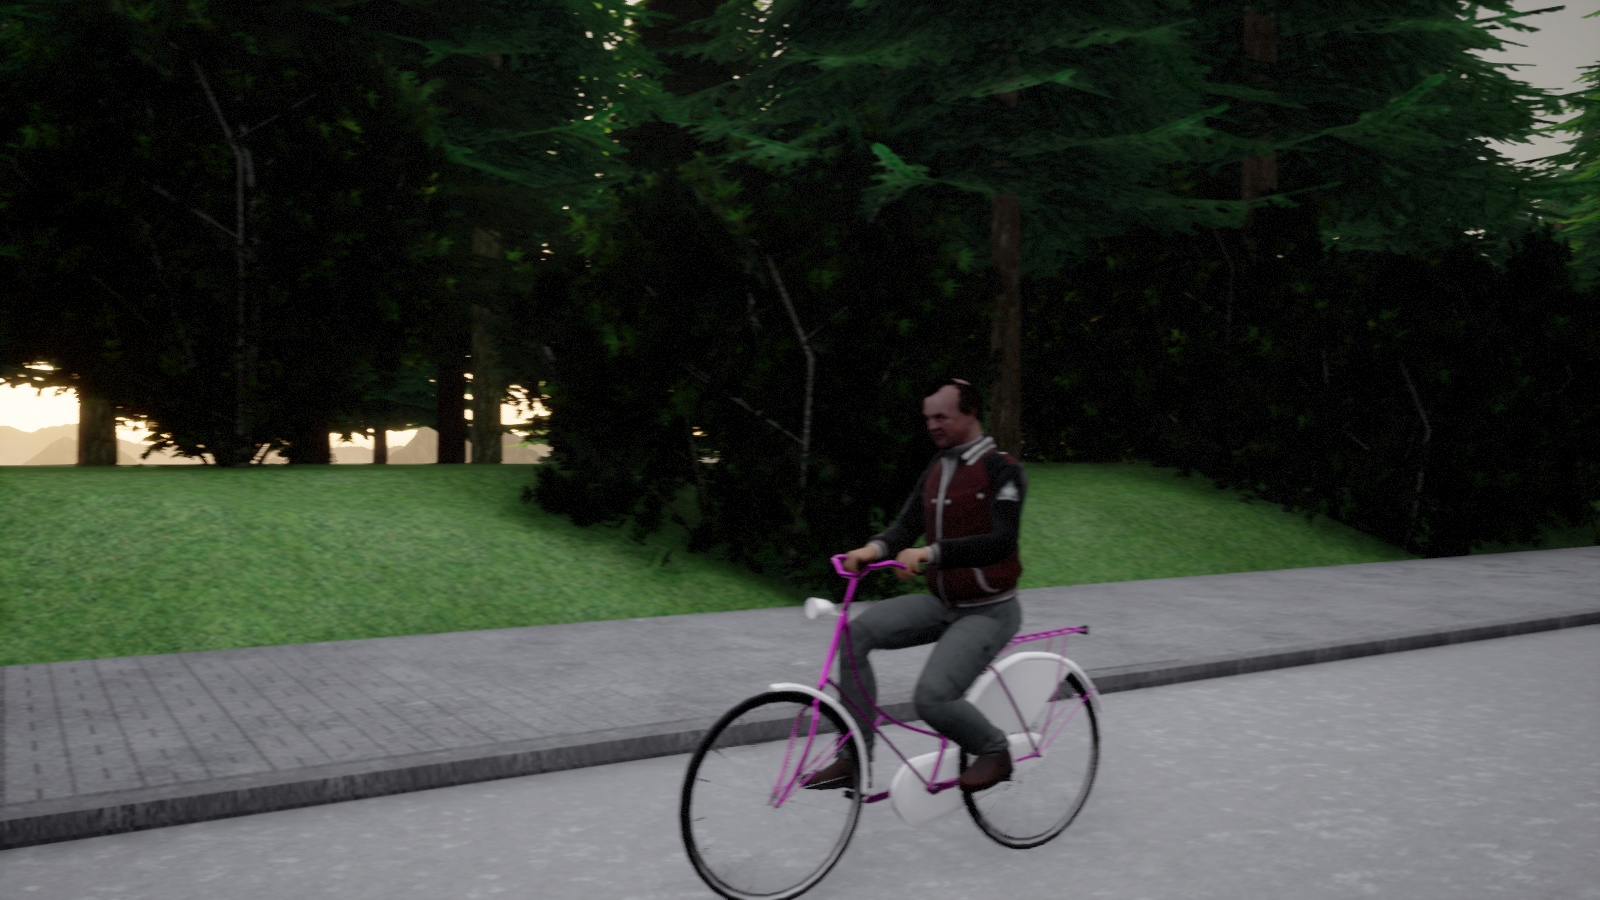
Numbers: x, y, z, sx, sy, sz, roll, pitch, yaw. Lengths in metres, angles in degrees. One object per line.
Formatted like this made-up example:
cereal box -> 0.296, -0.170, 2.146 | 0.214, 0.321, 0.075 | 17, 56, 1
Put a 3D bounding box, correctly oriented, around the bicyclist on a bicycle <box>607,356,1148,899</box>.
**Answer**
bicyclist on a bicycle -> 0.317, 0.623, 4.371 | 1.843, 1.776, 0.659 | 0, 0, -32
